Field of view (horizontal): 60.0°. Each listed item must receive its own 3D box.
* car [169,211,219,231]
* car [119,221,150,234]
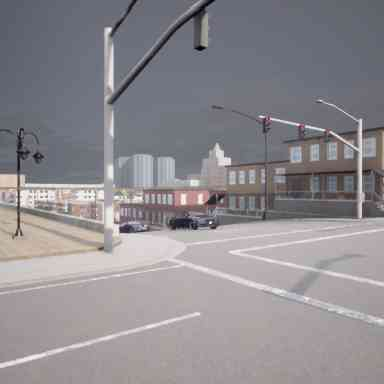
[{"bbox_3d":[0.061,2.054,24.187,1.994,1.385,4.181,0,-4,-36],"label":"car"},{"bbox_3d":[-5.809,3.504,32.151,1.812,1.442,4.674,0,-12,-37],"label":"car"}]
